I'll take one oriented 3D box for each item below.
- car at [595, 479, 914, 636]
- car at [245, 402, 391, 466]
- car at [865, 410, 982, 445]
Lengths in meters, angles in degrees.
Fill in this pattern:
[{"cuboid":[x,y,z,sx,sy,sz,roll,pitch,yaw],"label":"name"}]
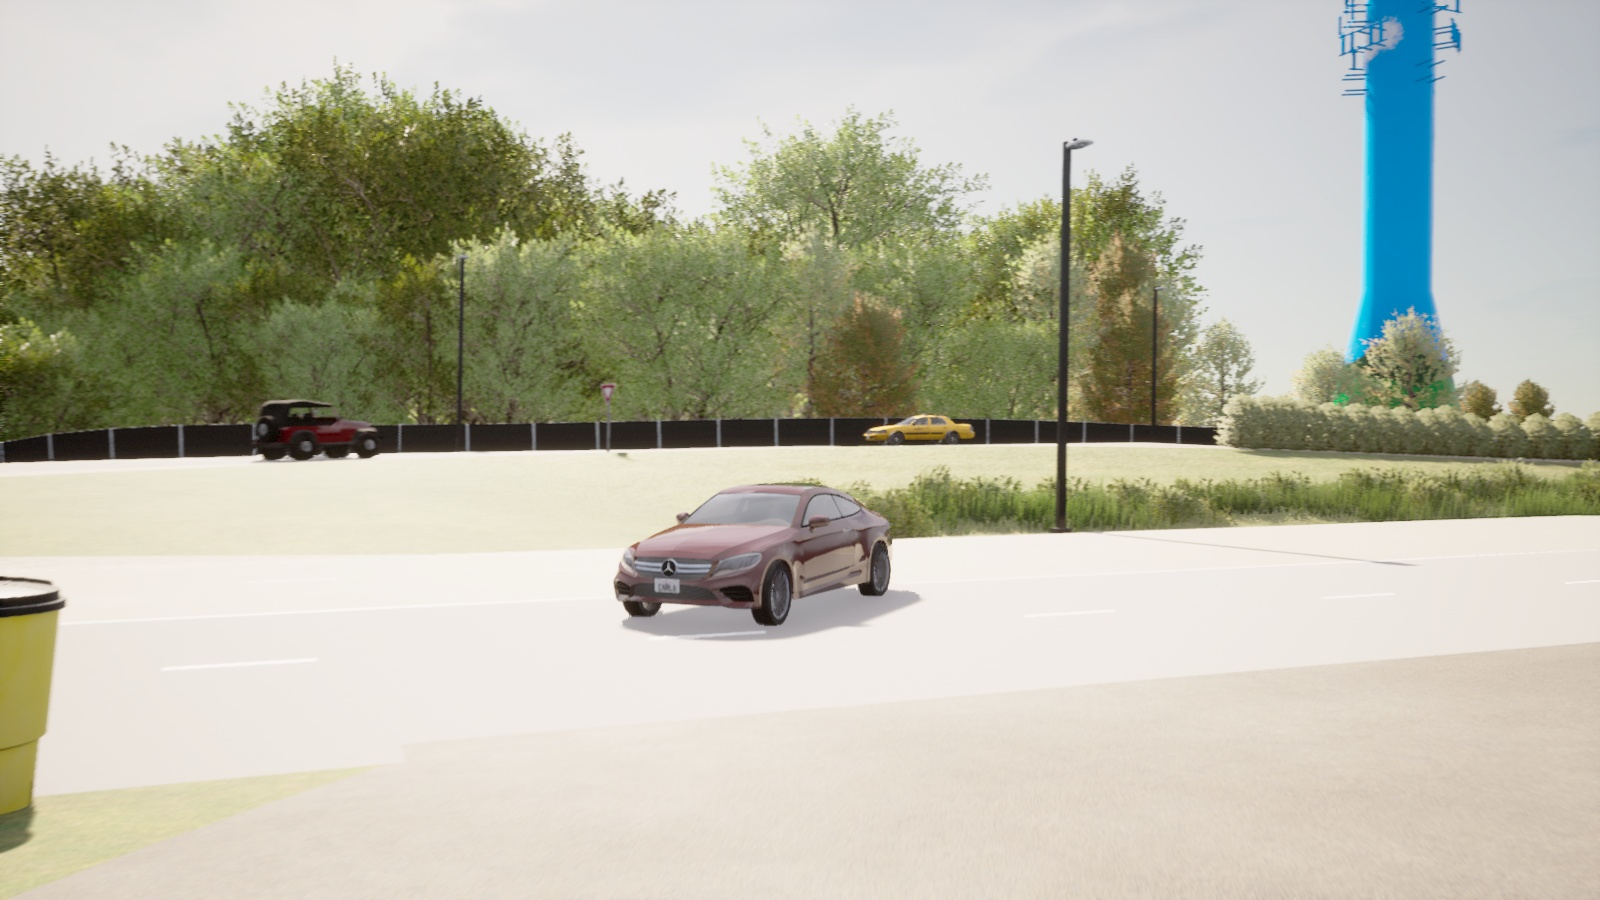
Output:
[{"cuboid":[-0.327,1.130,15.003,1.812,1.442,4.674,-1,0,26],"label":"car"},{"cuboid":[-15.231,-0.537,39.867,1.905,1.878,3.866,0,2,34],"label":"car"},{"cuboid":[5.952,-1.077,60.544,5.366,1.575,1.801,-1,0,-20],"label":"car"}]
